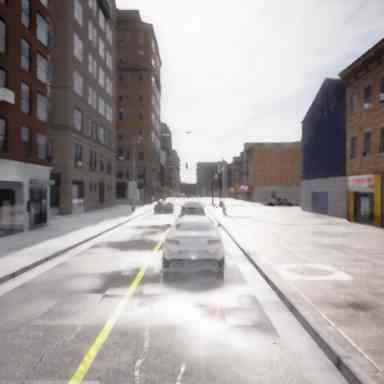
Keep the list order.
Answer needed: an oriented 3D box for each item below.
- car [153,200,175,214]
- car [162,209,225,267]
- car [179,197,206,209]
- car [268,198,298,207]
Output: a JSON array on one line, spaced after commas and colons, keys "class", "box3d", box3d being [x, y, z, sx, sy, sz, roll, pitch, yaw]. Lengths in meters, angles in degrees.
[{"class": "car", "box3d": [-2.827, 1.501, 34.241, 1.895, 1.301, 4.718, 0, 0, 0]}, {"class": "car", "box3d": [0.064, 1.494, 11.187, 1.812, 1.442, 4.674, 0, 0, 1]}, {"class": "car", "box3d": [0.056, 1.429, 26.159, 1.837, 1.490, 4.892, 0, 0, 0]}, {"class": "car", "box3d": [13.199, 1.555, 48.433, 4.313, 1.339, 1.947, 0, 0, 0]}]
